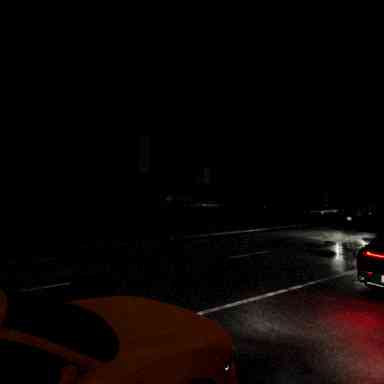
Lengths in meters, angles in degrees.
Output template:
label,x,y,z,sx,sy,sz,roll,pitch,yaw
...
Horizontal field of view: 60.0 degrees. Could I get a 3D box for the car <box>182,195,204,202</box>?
label,x,y,z,sx,sy,sz,roll,pitch,yaw
car,0.104,1.307,66.988,1.895,1.301,4.718,-1,0,-39

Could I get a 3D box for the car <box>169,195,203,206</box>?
label,x,y,z,sx,sy,sz,roll,pitch,yaw
car,-0.972,1.272,51.267,1.882,1.535,5.008,-1,0,-39

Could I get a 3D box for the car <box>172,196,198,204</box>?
label,x,y,z,sx,sy,sz,roll,pitch,yaw
car,-1.259,1.367,57.221,1.895,1.301,4.718,-1,0,-39

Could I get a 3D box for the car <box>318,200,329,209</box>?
label,x,y,z,sx,sy,sz,roll,pitch,yaw
car,13.499,1.259,38.868,1.837,1.490,4.892,-1,0,-39

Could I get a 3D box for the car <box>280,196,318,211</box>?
label,x,y,z,sx,sy,sz,roll,pitch,yaw
car,10.658,1.332,36.816,2.033,1.411,5.357,-1,0,-39

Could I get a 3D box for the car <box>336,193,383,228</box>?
label,x,y,z,sx,sy,sz,roll,pitch,yaw
car,10.981,1.090,19.856,5.566,2.045,2.150,-1,1,-33

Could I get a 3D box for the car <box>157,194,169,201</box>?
label,x,y,z,sx,sy,sz,roll,pitch,yaw
car,-6.245,1.237,74.766,2.128,1.511,4.902,-1,0,-38

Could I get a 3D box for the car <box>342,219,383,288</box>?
label,x,y,z,sx,sy,sz,roll,pitch,yaw
car,5.848,1.468,7.937,4.892,1.490,1.837,0,0,-36

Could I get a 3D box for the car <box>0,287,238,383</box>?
label,x,y,z,sx,sy,sz,roll,pitch,yaw
car,-1.857,1.478,2.404,5.008,1.535,1.882,0,0,-36

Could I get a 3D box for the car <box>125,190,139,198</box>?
label,x,y,z,sx,sy,sz,roll,pitch,yaw
car,-10.748,0.641,63.560,2.150,2.045,5.566,-1,0,-39
